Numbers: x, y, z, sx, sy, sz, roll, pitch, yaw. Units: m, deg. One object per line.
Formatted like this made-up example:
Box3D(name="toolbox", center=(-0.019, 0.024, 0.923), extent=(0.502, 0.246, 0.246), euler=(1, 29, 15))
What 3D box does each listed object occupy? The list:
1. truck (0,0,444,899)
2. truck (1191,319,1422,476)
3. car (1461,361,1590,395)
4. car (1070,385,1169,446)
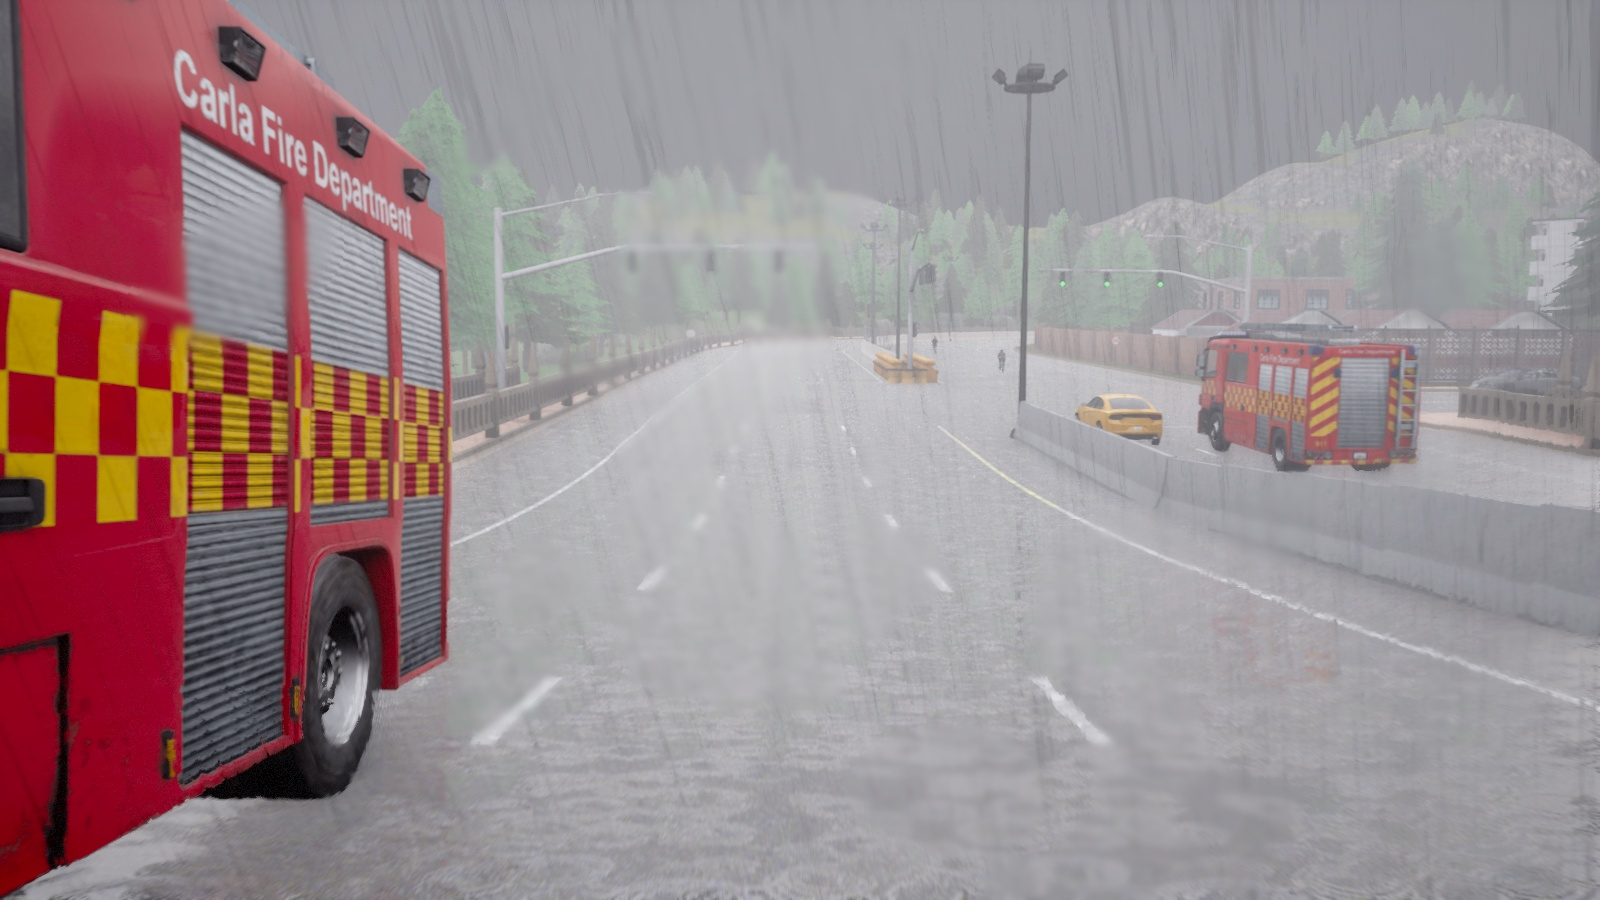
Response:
Box3D(name="truck", center=(-3.511, -0.275, 3.075), extent=(2.891, 3.827, 8.468), euler=(0, -1, 0))
Box3D(name="truck", center=(13.846, -1.734, 35.362), extent=(2.891, 3.827, 8.468), euler=(0, 6, -1))
Box3D(name="car", center=(34.964, -3.471, 60.615), extent=(4.902, 1.511, 2.128), euler=(0, 6, 1))
Box3D(name="car", center=(10.303, -1.182, 40.920), extent=(1.882, 1.535, 5.008), euler=(0, 7, 0))
